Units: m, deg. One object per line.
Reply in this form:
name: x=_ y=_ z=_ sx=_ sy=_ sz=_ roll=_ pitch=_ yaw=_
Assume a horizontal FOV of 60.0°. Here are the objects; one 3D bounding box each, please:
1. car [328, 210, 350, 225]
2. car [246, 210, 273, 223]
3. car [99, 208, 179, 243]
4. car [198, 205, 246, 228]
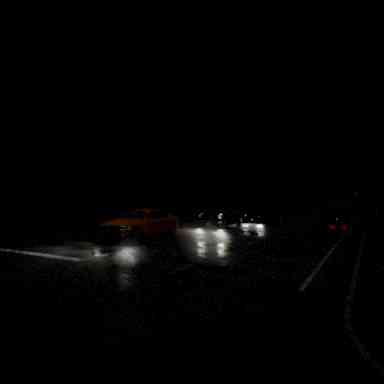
car: x=16.113 y=2.731 z=36.461 sx=2.128 sy=1.511 sz=4.902 roll=0 pitch=-3 yaw=28
car: x=6.964 y=2.530 z=34.636 sx=1.895 sy=1.301 sz=4.718 roll=0 pitch=-3 yaw=28
car: x=-2.536 y=1.584 z=16.992 sx=1.882 sy=1.535 sz=5.008 roll=0 pitch=-1 yaw=28
car: x=2.222 y=1.796 z=25.829 sx=2.097 sy=1.767 sz=4.553 roll=0 pitch=-2 yaw=28
